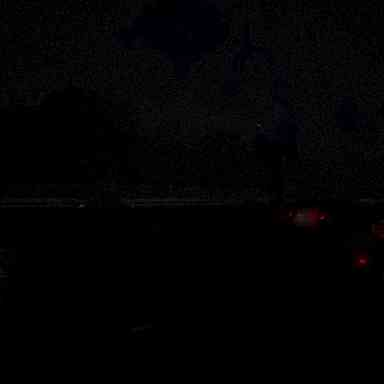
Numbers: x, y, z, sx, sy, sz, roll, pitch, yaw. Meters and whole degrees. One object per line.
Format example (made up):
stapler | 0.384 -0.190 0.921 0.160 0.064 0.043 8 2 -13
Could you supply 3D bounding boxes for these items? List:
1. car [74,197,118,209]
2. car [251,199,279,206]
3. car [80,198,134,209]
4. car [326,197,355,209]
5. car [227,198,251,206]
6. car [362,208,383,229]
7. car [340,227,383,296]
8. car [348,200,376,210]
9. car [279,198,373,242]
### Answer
car | -8.825 1.246 31.754 4.553 1.767 2.097 1 0 -33
car | 10.003 1.630 40.032 4.902 1.511 2.128 1 0 -33
car | -7.040 1.480 28.743 4.181 1.385 1.994 1 0 -34
car | 23.899 1.692 53.374 4.553 1.767 2.097 1 0 -34
car | 6.641 1.573 42.007 5.008 1.535 1.882 1 0 -33
car | 9.905 1.605 14.673 5.008 1.535 1.882 1 0 -34
car | 5.583 1.634 7.603 4.181 1.385 1.994 1 0 -34
car | 25.890 1.954 50.496 4.181 1.385 1.994 1 0 -34
car | 7.373 1.317 17.193 5.566 2.045 2.150 1 0 -34
